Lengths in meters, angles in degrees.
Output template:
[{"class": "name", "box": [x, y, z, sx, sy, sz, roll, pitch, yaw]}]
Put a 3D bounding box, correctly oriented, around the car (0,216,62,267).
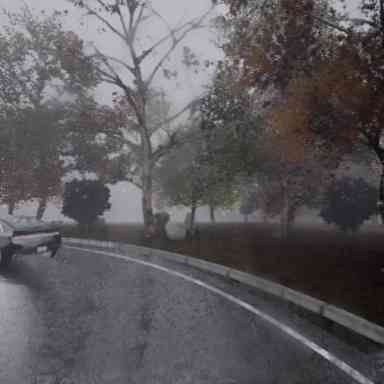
[{"class": "car", "box": [-6.592, 1.607, 11.895, 4.902, 1.511, 2.128, -1, 0, 38]}]
